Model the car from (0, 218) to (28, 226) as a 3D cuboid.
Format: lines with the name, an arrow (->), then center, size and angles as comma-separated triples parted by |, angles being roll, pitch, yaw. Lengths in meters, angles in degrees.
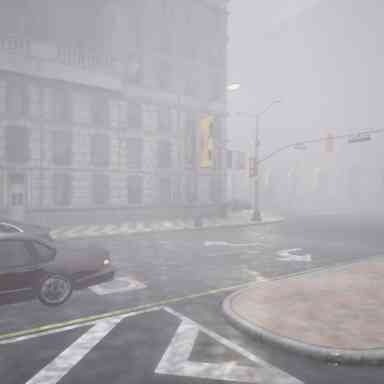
car -> -6.449, 1.492, 9.282 | 4.902, 1.511, 2.128 | 0, 0, -37

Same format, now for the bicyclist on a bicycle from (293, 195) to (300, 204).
bicyclist on a bicycle -> 17.958, 1.300, 57.135 | 1.656, 1.620, 0.582 | 0, 0, -35

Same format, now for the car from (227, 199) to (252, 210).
car -> 5.777, 1.564, 43.171 | 1.994, 1.385, 4.181 | 0, 0, -35

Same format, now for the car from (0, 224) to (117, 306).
car -> -4.260, 1.547, 6.498 | 5.357, 1.411, 2.033 | 0, 0, -34
